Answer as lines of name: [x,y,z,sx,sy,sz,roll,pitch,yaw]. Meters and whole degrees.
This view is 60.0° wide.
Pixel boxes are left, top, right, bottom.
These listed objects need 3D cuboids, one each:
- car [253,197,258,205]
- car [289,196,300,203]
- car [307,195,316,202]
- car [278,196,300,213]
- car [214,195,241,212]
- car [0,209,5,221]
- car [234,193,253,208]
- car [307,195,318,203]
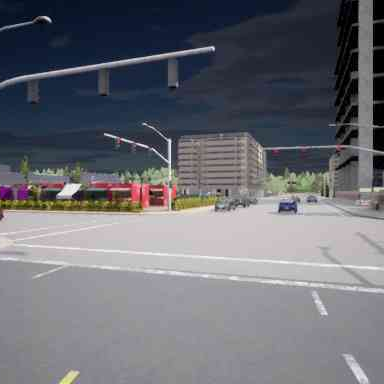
car: [10.359,1.564,58.613,1.994,1.385,4.181,0,0,19]
car: [21.774,1.553,70.480,1.994,1.385,4.181,0,0,18]
car: [27.840,1.524,77.641,1.812,1.442,4.674,0,0,18]
car: [10.646,1.477,36.800,1.882,1.535,5.008,0,0,19]
car: [4.024,1.491,39.686,2.128,1.511,4.902,0,0,18]
car: [-17.102,1.533,26.147,5.008,1.535,1.882,0,0,19]
car: [7.157,1.221,49.079,2.150,2.045,5.566,0,0,18]
car: [24.573,1.541,67.778,2.033,1.411,5.357,0,0,18]
